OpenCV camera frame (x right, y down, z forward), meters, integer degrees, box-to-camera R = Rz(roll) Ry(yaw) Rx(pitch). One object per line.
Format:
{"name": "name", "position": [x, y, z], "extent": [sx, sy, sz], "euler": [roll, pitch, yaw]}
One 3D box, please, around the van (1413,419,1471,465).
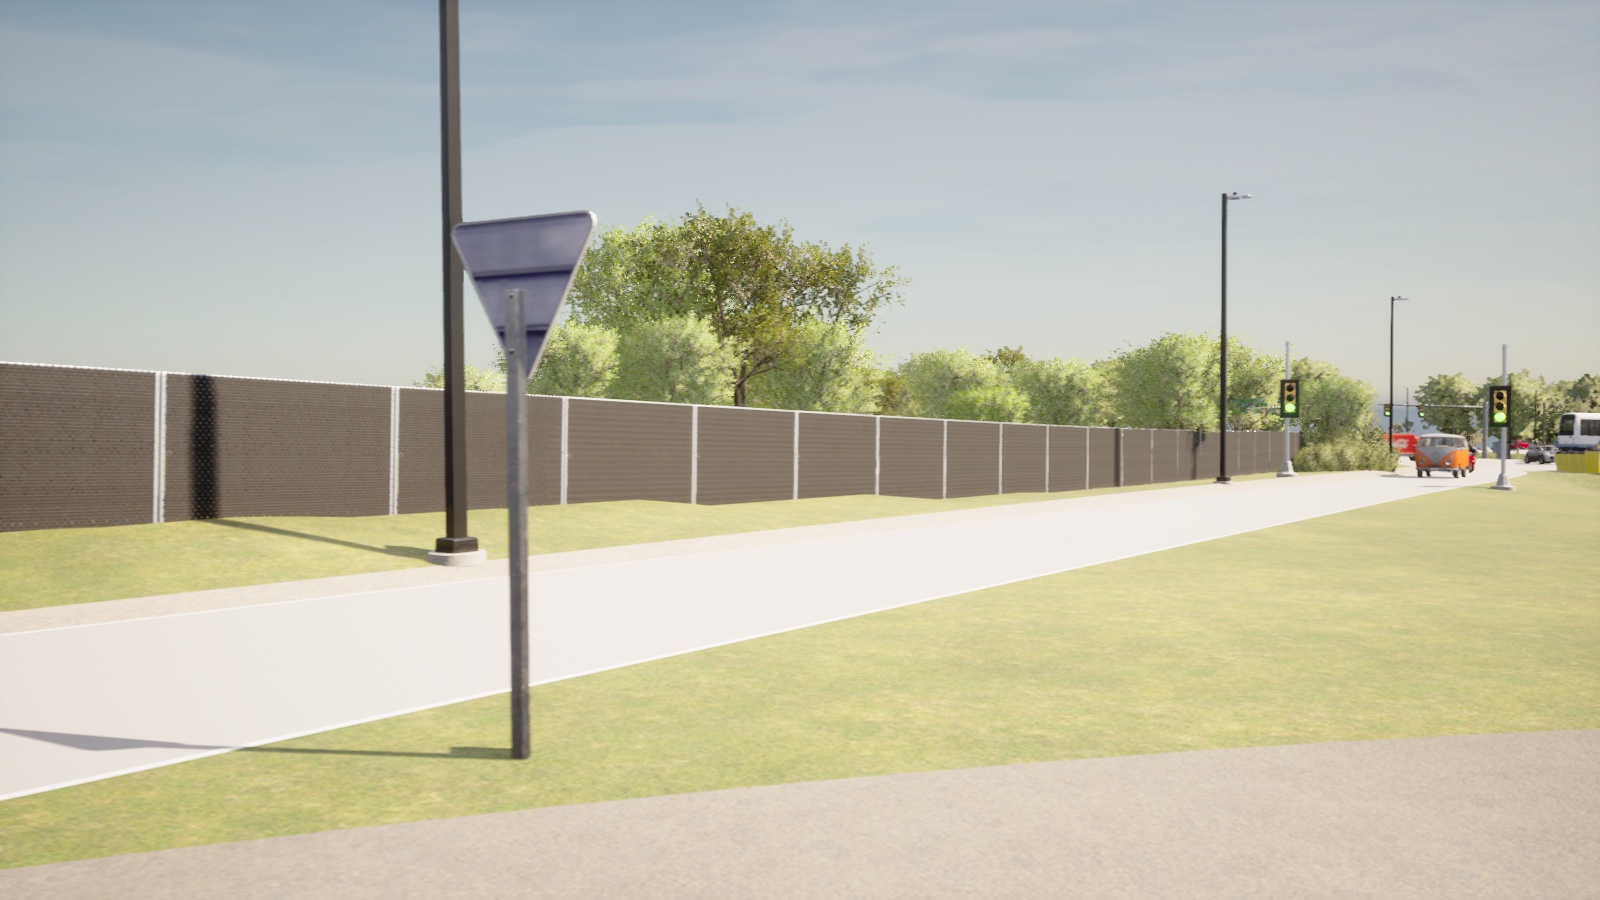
{"name": "van", "position": [28.972, -0.361, 56.627], "extent": [1.775, 1.987, 4.442], "euler": [0, 0, 34]}
